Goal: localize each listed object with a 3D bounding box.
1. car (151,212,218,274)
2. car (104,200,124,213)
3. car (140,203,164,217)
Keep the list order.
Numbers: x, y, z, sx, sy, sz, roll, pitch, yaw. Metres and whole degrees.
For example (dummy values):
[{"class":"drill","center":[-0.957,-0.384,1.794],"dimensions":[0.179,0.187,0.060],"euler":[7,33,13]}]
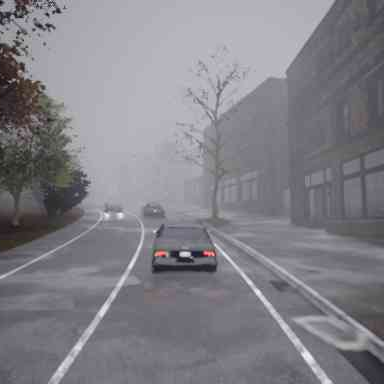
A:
[{"class":"car","center":[-0.319,1.606,10.749],"dimensions":[2.033,1.411,5.357],"euler":[0,0,-3]},{"class":"car","center":[-9.241,1.678,39.078],"dimensions":[1.812,1.442,4.674],"euler":[2,-1,-18]},{"class":"car","center":[-4.001,1.777,33.296],"dimensions":[1.994,1.385,4.181],"euler":[2,-1,-15]}]
